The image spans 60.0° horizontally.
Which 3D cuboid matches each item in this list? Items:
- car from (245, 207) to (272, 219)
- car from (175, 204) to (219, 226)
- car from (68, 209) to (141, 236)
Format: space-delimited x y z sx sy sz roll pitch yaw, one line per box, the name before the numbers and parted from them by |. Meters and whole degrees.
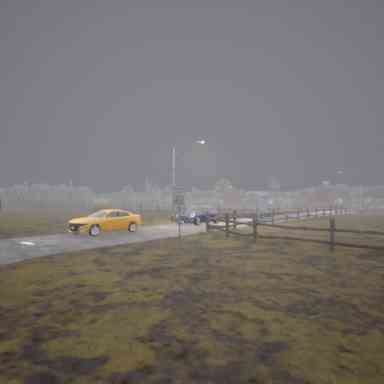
car | 8.065 2.515 40.265 1.994 1.385 4.181 -1 -2 36
car | 0.520 1.985 29.672 2.097 1.767 4.553 -1 -2 35
car | -5.458 1.868 21.255 1.882 1.535 5.008 -1 -2 35
